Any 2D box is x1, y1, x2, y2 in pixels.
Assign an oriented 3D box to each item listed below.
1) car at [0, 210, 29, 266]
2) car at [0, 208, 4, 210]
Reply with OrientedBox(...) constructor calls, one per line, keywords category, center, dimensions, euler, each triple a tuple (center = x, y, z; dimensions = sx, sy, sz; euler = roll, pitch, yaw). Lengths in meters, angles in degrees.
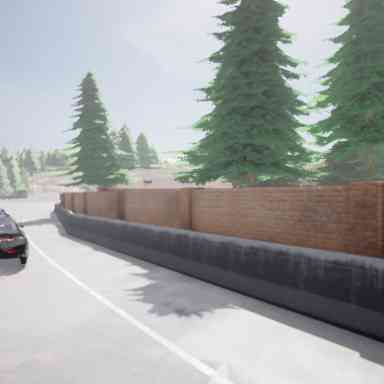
OrientedBox(category="car", center=(-6.822, 1.605, 11.384), dimensions=(2.128, 1.511, 4.902), euler=(0, -1, -32))
OrientedBox(category="car", center=(-12.887, 1.764, 21.564), dimensions=(2.033, 1.411, 5.357), euler=(0, 0, -27))
